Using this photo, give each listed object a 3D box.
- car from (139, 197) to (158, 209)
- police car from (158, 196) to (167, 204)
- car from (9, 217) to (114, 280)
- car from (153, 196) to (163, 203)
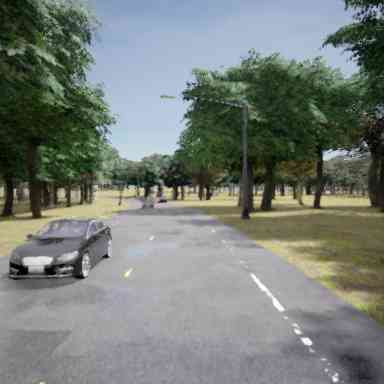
[{"bbox_3d":[-6.707,1.870,51.096,2.128,1.511,4.902,0,0,-6],"label":"car"},{"bbox_3d":[-7.409,2.048,83.762,1.930,1.638,5.238,0,0,-12],"label":"police car"},{"bbox_3d":[-3.739,1.574,10.306,2.128,1.511,4.902,0,0,-1],"label":"car"},{"bbox_3d":[-9.530,2.046,93.463,2.097,1.767,4.553,0,0,-13],"label":"car"}]
